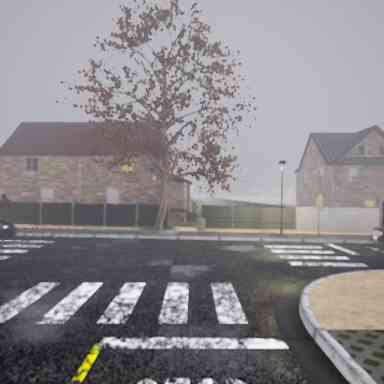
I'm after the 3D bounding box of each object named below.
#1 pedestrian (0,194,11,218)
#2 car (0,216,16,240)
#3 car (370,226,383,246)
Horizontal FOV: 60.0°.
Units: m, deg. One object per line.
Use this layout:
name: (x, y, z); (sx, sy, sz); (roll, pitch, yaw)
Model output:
pedestrian: (-9.656, 0.987, 17.107); (0.375, 1.860, 0.375); (0, -1, 0)
car: (-9.776, 1.391, 14.030); (4.181, 1.385, 1.994); (1, 0, 5)
car: (10.309, 1.750, 14.266); (4.902, 1.511, 2.128); (1, 0, 0)
